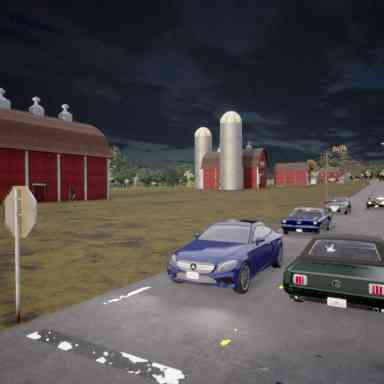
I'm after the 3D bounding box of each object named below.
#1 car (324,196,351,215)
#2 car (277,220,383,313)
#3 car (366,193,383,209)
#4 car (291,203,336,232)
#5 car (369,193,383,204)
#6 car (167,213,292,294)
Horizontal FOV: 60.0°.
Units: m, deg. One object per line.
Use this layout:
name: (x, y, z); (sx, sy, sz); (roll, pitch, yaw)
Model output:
car: (12.837, 1.133, 29.245); (2.128, 1.511, 4.902); (0, 1, 30)
car: (3.587, 1.592, 7.595); (1.895, 1.301, 4.718); (0, 0, 30)
car: (19.200, 1.056, 34.471); (1.895, 1.301, 4.718); (0, 1, 30)
car: (6.257, 1.510, 17.901); (1.895, 1.301, 4.718); (0, 1, 30)
car: (24.144, 0.815, 43.129); (1.895, 1.301, 4.718); (0, 1, 30)
car: (1.180, 1.515, 9.126); (1.812, 1.442, 4.674); (0, 0, 30)
